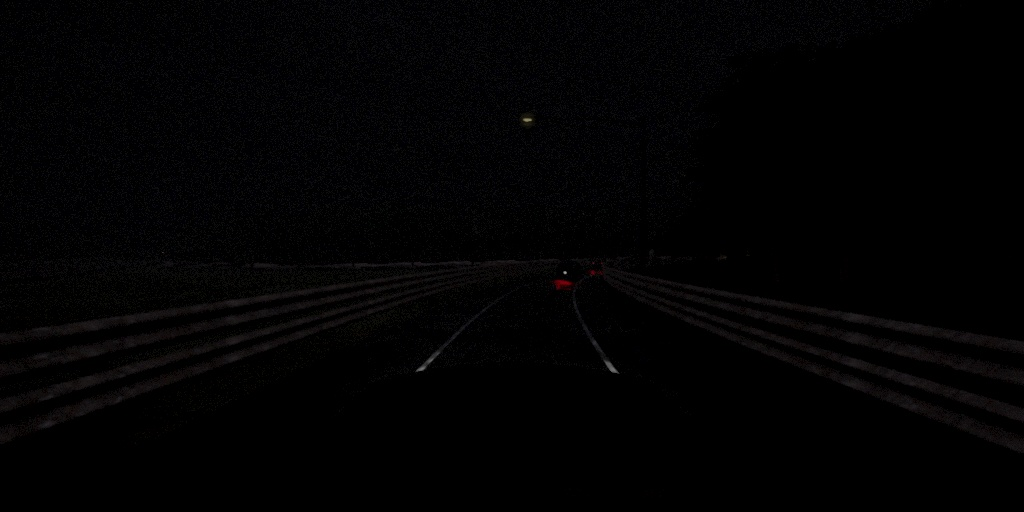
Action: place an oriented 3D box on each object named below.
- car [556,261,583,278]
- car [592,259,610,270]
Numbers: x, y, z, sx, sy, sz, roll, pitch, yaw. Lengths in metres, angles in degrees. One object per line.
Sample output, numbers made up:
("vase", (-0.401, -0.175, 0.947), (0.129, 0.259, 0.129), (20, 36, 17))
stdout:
("car", (5.320, 1.215, 33.043), (1.837, 1.490, 4.892), (0, -1, 19))
("car", (12.384, 1.172, 49.343), (2.128, 1.511, 4.902), (0, 1, 28))
